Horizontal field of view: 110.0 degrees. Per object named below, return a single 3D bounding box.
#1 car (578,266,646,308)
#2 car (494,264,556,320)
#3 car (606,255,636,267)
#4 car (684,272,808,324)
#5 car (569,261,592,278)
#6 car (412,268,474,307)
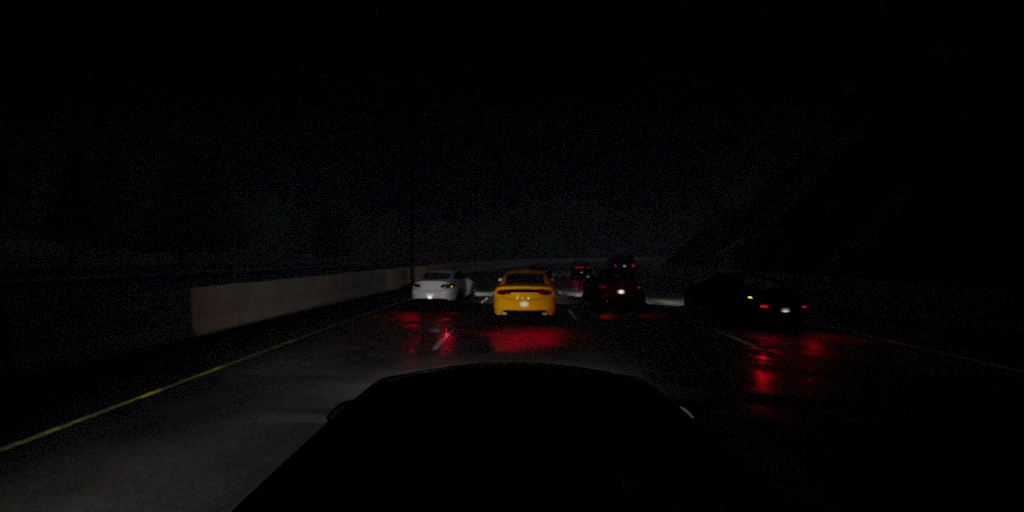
[{"bbox_3d":[4.173,1.292,15.260,1.994,1.385,4.181,0,0,4],"label":"car"},{"bbox_3d":[0.491,1.208,12.616,1.882,1.535,5.008,0,0,3],"label":"car"},{"bbox_3d":[9.737,0.923,32.257,2.150,2.045,5.566,0,0,10],"label":"car"},{"bbox_3d":[7.453,1.263,11.902,1.812,1.442,4.674,0,0,3],"label":"car"},{"bbox_3d":[6.300,1.190,32.772,2.128,1.511,4.902,0,0,9],"label":"car"},{"bbox_3d":[-2.840,1.249,15.374,1.812,1.442,4.674,0,0,4],"label":"car"}]
